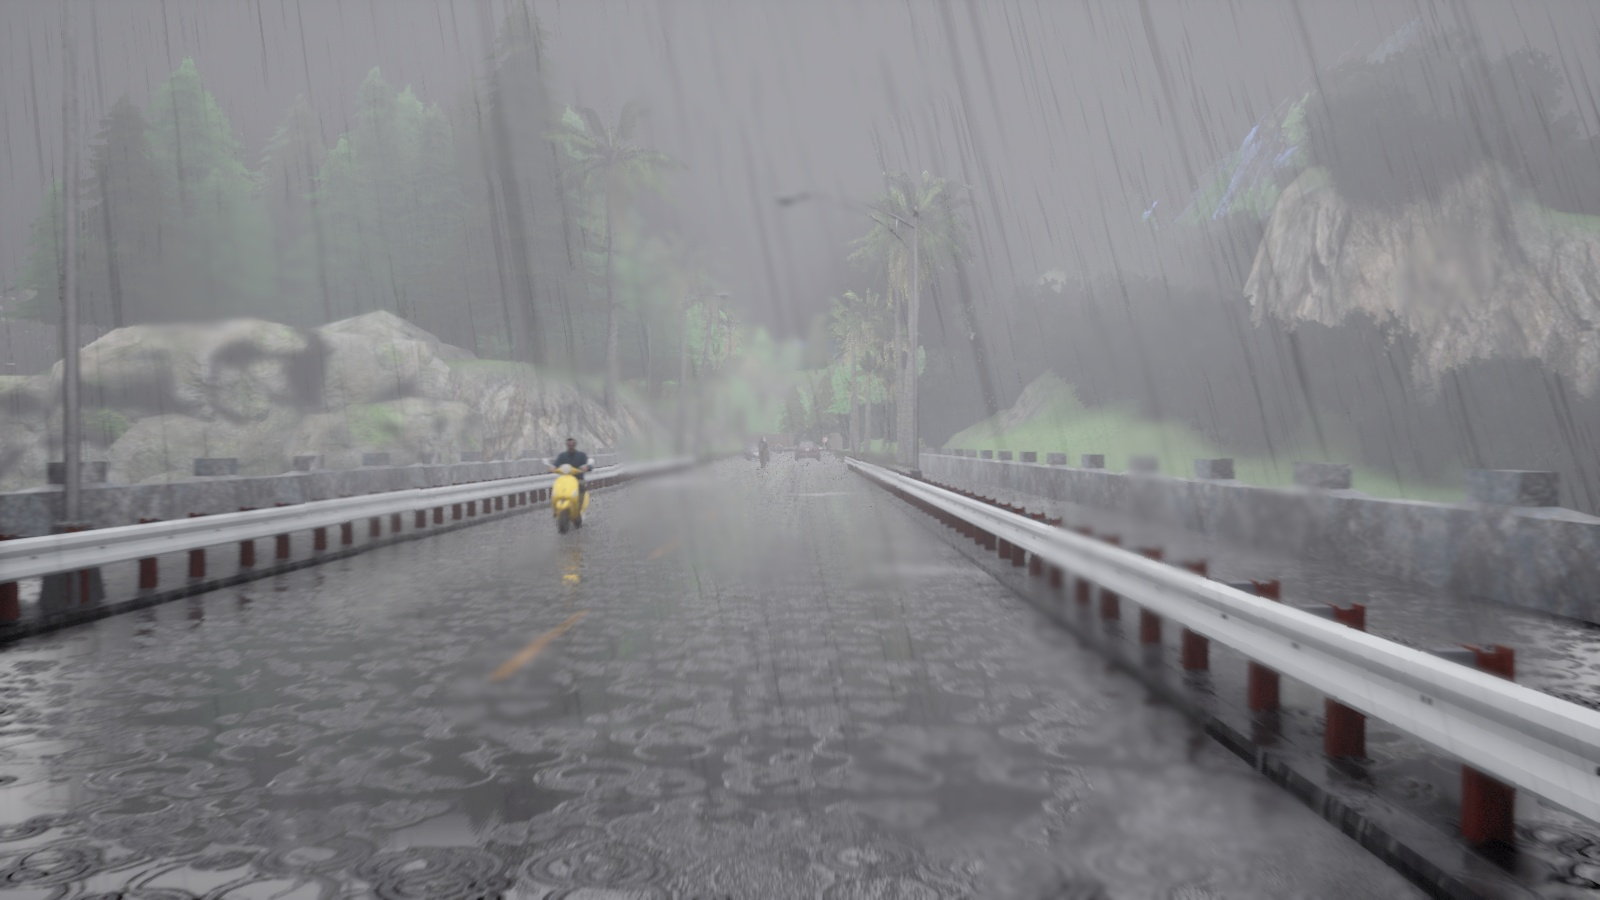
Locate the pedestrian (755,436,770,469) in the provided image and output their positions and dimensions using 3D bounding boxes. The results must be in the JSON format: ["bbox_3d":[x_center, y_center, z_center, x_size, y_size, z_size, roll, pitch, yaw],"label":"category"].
[{"bbox_3d":[-2.179,0.139,72.727,0.540,1.848,0.694,0,0,33],"label":"pedestrian"}]

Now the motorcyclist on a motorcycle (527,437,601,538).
[{"bbox_3d":[-3.867,0.581,20.727,0.866,1.590,1.817,0,0,0],"label":"motorcyclist on a motorcycle"}]
